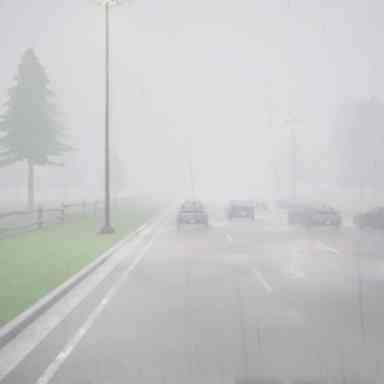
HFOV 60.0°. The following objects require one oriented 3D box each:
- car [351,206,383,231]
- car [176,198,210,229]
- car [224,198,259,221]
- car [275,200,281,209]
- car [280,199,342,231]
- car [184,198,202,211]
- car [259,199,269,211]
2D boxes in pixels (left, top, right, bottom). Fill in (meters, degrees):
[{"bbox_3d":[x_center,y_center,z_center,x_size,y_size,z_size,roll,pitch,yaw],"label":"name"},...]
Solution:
[{"bbox_3d":[10.515,1.435,17.606,2.033,1.411,5.357,0,0,0],"label":"car"},{"bbox_3d":[0.044,1.362,20.303,2.128,1.511,4.902,0,0,1],"label":"car"},{"bbox_3d":[3.577,1.314,25.596,1.882,1.535,5.008,0,1,0],"label":"car"},{"bbox_3d":[10.579,1.368,36.634,1.895,1.301,4.718,0,0,0],"label":"car"},{"bbox_3d":[7.036,1.368,19.529,2.128,1.511,4.902,0,1,1],"label":"car"},{"bbox_3d":[0.084,1.360,37.885,1.895,1.301,4.718,0,0,0],"label":"car"},{"bbox_3d":[7.078,1.367,36.743,1.895,1.301,4.718,0,0,0],"label":"car"}]
